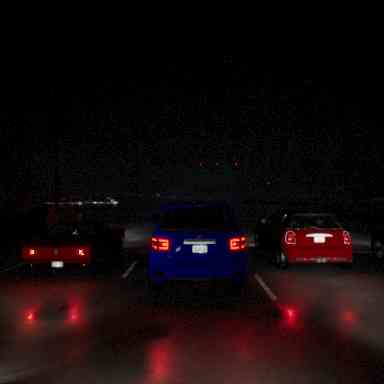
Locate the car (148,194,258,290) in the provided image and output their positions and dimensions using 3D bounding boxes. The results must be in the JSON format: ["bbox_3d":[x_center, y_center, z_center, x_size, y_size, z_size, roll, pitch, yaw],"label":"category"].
[{"bbox_3d":[0.043,1.207,9.202,2.150,2.045,5.566,0,0,-2],"label":"car"}]

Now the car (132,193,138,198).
[{"bbox_3d":[-14.925,0.927,83.163,2.097,1.767,4.553,0,0,-1],"label":"car"}]

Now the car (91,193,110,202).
[{"bbox_3d":[-18.195,1.236,65.639,1.994,1.385,4.181,0,0,0],"label":"car"}]

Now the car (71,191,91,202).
[{"bbox_3d":[-21.680,1.166,64.049,1.882,1.535,5.008,0,0,0],"label":"car"}]

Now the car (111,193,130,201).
[{"bbox_3d":[-14.717,1.257,68.345,1.895,1.301,4.718,0,0,-1],"label":"car"}]

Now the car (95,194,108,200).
[{"bbox_3d":[-21.859,1.112,80.500,1.812,1.442,4.674,0,0,-1],"label":"car"}]

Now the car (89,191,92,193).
[{"bbox_3d":[-25.348,0.819,79.518,2.150,2.045,5.566,0,0,-1],"label":"car"}]

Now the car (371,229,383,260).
[{"bbox_3d":[7.018,1.477,9.406,2.128,1.511,4.902,0,0,0],"label":"car"}]

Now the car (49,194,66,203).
[{"bbox_3d":[-25.165,1.201,62.420,1.837,1.490,4.892,0,0,0],"label":"car"}]

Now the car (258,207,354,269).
[{"bbox_3d":[3.505,1.334,11.303,2.097,1.767,4.553,0,0,0],"label":"car"}]

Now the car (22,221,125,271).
[{"bbox_3d":[-3.489,1.583,10.839,1.895,1.301,4.718,0,0,0],"label":"car"}]
